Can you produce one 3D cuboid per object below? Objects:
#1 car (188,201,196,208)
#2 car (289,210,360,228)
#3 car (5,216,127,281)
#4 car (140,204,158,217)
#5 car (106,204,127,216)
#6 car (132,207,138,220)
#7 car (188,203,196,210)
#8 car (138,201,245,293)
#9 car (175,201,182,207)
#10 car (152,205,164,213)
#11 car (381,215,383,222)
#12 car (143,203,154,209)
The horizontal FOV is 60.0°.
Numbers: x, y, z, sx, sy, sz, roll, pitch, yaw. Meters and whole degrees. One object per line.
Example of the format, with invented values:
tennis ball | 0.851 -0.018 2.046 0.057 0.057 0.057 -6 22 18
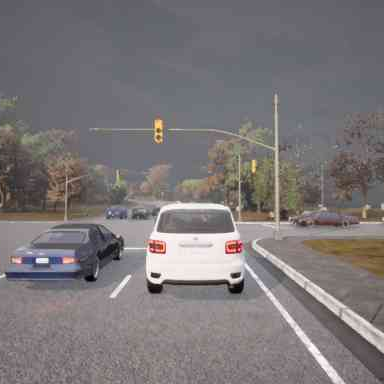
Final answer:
car | -0.111 3.307 87.849 1.837 1.490 4.892 0 0 -3
car | 11.719 2.394 29.188 5.357 1.411 2.033 0 -3 -1
car | -3.417 1.666 10.086 2.033 1.411 5.357 0 -1 0
car | -7.086 3.020 55.378 2.150 2.045 5.566 0 -1 0
car | -10.605 2.815 47.204 2.150 2.045 5.566 0 -1 -2
car | -7.083 3.154 45.850 1.895 1.301 4.718 0 -2 -1
car | 0.005 3.350 77.697 1.837 1.490 4.892 0 0 0
car | 0.084 1.322 9.232 2.150 2.045 5.566 0 -1 0
car | -3.588 3.113 87.496 1.882 1.535 5.008 0 0 -3
car | -7.004 3.495 68.174 1.895 1.301 4.718 0 0 0
car | 21.420 2.513 33.066 4.902 1.511 2.128 0 -3 -3
car | -10.496 3.414 80.121 1.895 1.301 4.718 0 0 0
